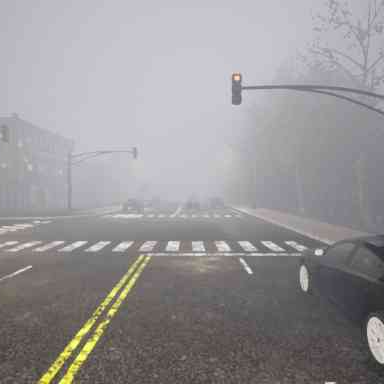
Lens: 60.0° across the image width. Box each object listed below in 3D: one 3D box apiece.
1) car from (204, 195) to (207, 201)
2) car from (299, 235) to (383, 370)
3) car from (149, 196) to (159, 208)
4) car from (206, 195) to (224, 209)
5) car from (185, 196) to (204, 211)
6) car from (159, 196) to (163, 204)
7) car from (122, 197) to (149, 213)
[{"bbox_3d":[3.290,1.495,72.522,2.128,1.511,4.902,0,0,0],"label":"car"},{"bbox_3d":[3.345,1.477,5.677,1.882,1.535,5.008,0,0,1],"label":"car"},{"bbox_3d":[-6.562,1.476,48.738,2.128,1.511,4.902,0,0,0],"label":"car"},{"bbox_3d":[3.375,1.490,45.832,1.837,1.490,4.892,0,0,0],"label":"car"},{"bbox_3d":[0.122,1.535,41.155,2.033,1.411,5.357,0,0,0],"label":"car"},{"bbox_3d":[-6.532,1.457,61.135,1.882,1.535,5.008,0,1,1],"label":"car"},{"bbox_3d":[-6.571,1.481,37.630,2.128,1.511,4.902,0,0,0],"label":"car"}]
